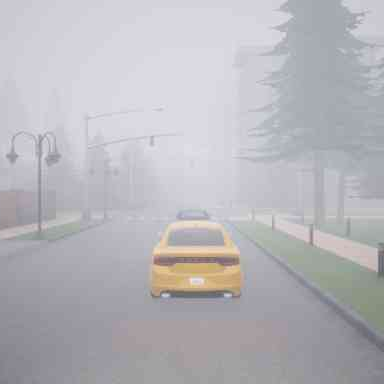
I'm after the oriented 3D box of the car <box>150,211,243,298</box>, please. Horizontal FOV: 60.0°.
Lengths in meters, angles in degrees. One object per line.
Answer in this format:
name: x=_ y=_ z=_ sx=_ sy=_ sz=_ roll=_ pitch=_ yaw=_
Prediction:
car: x=0.084 y=1.478 z=8.553 sx=1.882 sy=1.535 sz=5.008 roll=0 pitch=0 yaw=0
